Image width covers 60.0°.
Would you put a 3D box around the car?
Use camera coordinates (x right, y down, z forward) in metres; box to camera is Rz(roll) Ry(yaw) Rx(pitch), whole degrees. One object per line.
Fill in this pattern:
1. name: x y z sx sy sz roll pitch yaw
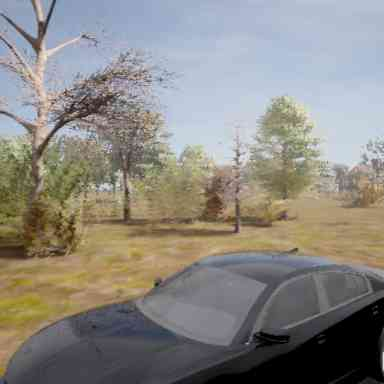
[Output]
1. car: 0.669 1.488 3.854 5.008 1.535 1.882 0 0 -35
